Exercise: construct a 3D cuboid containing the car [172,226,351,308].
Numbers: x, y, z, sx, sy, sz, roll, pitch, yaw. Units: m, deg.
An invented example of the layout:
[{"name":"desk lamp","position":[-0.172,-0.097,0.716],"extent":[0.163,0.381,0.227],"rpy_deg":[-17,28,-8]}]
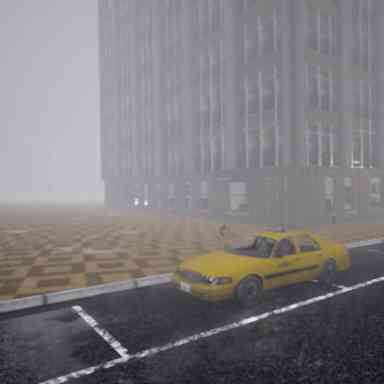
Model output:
[{"name":"car","position":[1.833,1.520,7.858],"extent":[4.829,1.417,1.752],"rpy_deg":[0,-1,-35]}]
